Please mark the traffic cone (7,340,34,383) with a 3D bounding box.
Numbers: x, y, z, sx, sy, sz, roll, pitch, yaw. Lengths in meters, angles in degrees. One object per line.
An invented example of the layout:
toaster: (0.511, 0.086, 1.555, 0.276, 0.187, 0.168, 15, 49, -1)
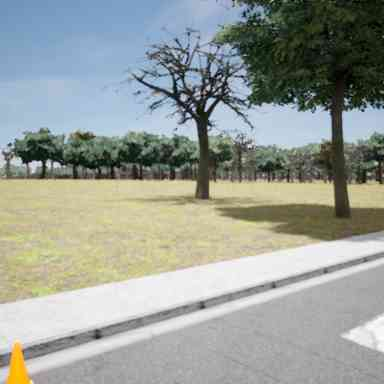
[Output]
traffic cone: (-1.934, 1.944, 3.687, 0.340, 0.580, 0.340, -2, 1, -36)
